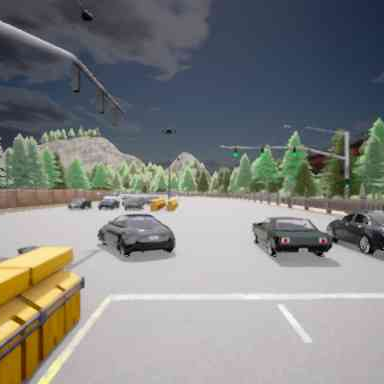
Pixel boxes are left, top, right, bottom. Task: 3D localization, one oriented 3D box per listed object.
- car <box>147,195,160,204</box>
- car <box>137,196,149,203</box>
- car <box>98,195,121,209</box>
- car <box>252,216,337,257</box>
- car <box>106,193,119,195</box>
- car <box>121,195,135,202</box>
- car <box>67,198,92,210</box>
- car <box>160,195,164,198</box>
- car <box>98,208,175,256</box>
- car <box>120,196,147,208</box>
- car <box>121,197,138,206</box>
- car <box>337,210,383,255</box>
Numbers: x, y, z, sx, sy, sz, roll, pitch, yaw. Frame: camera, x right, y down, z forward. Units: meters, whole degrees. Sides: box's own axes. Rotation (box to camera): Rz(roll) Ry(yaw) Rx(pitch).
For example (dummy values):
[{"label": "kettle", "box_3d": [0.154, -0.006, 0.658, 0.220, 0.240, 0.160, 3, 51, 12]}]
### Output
[{"label": "car", "box_3d": [-7.063, 1.471, 56.045, 1.837, 1.490, 4.892, 0, 0, 0]}, {"label": "car", "box_3d": [-10.508, 1.546, 71.385, 1.895, 1.301, 4.718, 0, 0, 0]}, {"label": "car", "box_3d": [-10.586, 1.521, 42.852, 2.033, 1.411, 5.357, 0, 0, 0]}, {"label": "car", "box_3d": [3.597, 1.593, 12.931, 1.895, 1.301, 4.718, 0, 0, 0]}, {"label": "car", "box_3d": [-14.037, 1.186, 58.346, 2.150, 2.045, 5.566, 0, 0, 0]}, {"label": "car", "box_3d": [-14.009, 1.483, 73.298, 2.033, 1.411, 5.357, 0, 0, 0]}, {"label": "car", "box_3d": [-14.087, 1.467, 41.930, 2.128, 1.511, 4.902, 0, 0, 0]}, {"label": "car", "box_3d": [-7.008, 1.477, 71.203, 2.128, 1.511, 4.902, 0, 0, 0]}, {"label": "car", "box_3d": [-2.317, 1.556, 13.299, 1.994, 1.385, 4.181, 0, 0, -30]}, {"label": "car", "box_3d": [-7.091, 1.480, 40.820, 1.837, 1.490, 4.892, 0, 0, 0]}, {"label": "car", "box_3d": [-10.559, 1.567, 56.310, 1.895, 1.301, 4.718, 0, 0, 0]}, {"label": "car", "box_3d": [7.097, 1.498, 13.296, 1.837, 1.490, 4.892, 0, 0, 0]}]
